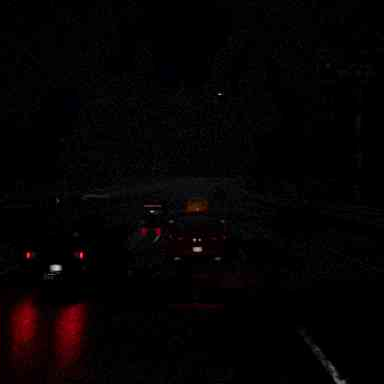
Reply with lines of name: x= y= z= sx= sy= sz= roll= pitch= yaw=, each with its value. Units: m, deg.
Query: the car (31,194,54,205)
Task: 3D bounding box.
car: x=-20.153 y=1.048 z=46.070 sx=2.033 sy=1.411 sz=5.357 roll=0 pitch=1 yaw=3

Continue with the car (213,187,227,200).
car: x=5.014 y=0.495 z=58.645 sx=2.097 sy=1.767 sz=4.553 roll=0 pitch=2 yaw=3

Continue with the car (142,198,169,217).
car: x=-3.030 y=1.277 z=28.239 sx=2.128 sy=1.511 sz=4.902 roll=0 pitch=1 yaw=1

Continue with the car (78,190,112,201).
car: x=-13.168 y=0.730 z=45.618 sx=2.150 sy=2.045 sz=5.566 roll=0 pitch=1 yaw=2

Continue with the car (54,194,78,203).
car: x=-16.653 y=1.013 z=45.747 sx=1.837 sy=1.490 sz=4.892 roll=0 pitch=1 yaw=2

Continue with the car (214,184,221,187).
car: x=5.921 y=-0.205 z=74.423 sx=2.150 sy=2.045 sz=5.566 roll=0 pitch=2 yaw=4

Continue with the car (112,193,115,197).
car: x=-15.846 y=0.672 z=61.931 sx=1.895 sy=1.301 sz=4.718 roll=0 pitch=2 yaw=3

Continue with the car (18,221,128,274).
car: x=-3.338 y=1.571 z=10.437 sx=1.895 sy=1.301 sz=4.718 roll=0 pitch=0 yaw=1

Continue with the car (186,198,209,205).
car: x=0.518 y=1.238 z=30.095 sx=1.882 sy=1.535 sz=5.008 roll=0 pitch=1 yaw=1

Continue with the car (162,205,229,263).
car: x=0.180 y=1.441 z=11.820 sx=1.882 sy=1.535 sz=5.008 roll=0 pitch=0 yaw=1
